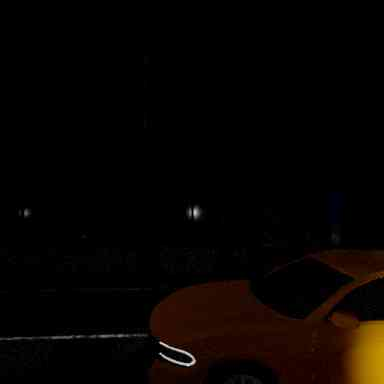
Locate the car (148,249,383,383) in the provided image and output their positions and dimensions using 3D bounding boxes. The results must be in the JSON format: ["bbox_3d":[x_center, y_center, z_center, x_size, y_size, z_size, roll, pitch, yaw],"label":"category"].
[{"bbox_3d":[1.993,1.477,3.976,5.008,1.535,1.882,0,0,-3],"label":"car"}]
